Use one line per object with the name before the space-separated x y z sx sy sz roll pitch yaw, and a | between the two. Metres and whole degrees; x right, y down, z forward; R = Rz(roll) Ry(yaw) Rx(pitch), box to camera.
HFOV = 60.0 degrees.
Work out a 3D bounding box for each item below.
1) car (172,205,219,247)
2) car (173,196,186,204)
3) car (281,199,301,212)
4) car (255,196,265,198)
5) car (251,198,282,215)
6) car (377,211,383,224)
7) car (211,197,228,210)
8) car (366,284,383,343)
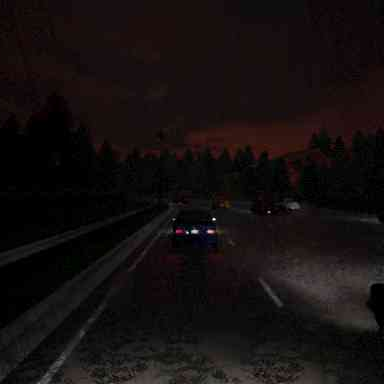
car | 0.096 1.528 14.928 2.033 1.411 5.357 0 0 0
car | -2.298 1.485 60.927 1.994 1.385 4.181 0 0 -12
car | 10.586 1.479 37.169 1.812 1.442 4.674 0 0 0
car | 12.217 1.450 60.221 1.812 1.442 4.674 0 0 -12
car | 7.091 1.559 32.848 1.895 1.301 4.718 0 0 0
car | 14.095 1.574 21.563 1.895 1.301 4.718 0 0 0
car | 3.502 1.423 42.736 1.882 1.535 5.008 0 0 -2
car | 3.600 1.597 2.963 1.895 1.301 4.718 0 0 0
